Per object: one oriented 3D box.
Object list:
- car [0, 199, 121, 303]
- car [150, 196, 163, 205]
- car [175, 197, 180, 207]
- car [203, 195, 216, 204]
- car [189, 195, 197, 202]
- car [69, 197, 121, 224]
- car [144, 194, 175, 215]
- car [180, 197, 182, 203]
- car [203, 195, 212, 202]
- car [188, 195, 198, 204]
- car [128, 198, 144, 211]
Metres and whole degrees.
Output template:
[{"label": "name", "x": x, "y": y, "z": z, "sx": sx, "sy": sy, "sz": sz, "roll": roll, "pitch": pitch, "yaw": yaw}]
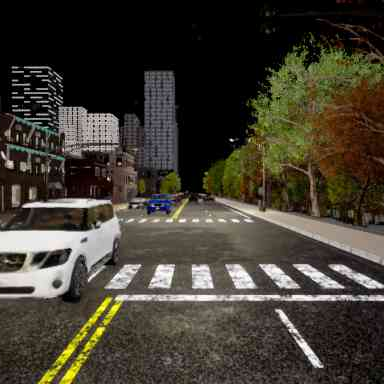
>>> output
[{"label": "car", "x": -3.333, "y": 1.220, "z": 8.553, "sx": 2.150, "sy": 2.045, "sz": 5.566, "roll": 0, "pitch": 0, "yaw": 0}, {"label": "car", "x": -6.432, "y": 1.485, "z": 60.327, "sx": 1.837, "sy": 1.490, "sz": 4.892, "roll": 0, "pitch": -1, "yaw": 0}, {"label": "car", "x": -3.237, "y": 1.474, "z": 48.918, "sx": 2.128, "sy": 1.511, "sz": 4.902, "roll": 0, "pitch": 0, "yaw": 0}, {"label": "car", "x": 3.494, "y": 1.467, "z": 63.987, "sx": 2.128, "sy": 1.511, "sz": 4.902, "roll": 0, "pitch": 0, "yaw": 0}, {"label": "car", "x": 0.180, "y": 1.494, "z": 75.592, "sx": 1.812, "sy": 1.442, "sz": 4.674, "roll": 0, "pitch": 0, "yaw": 0}, {"label": "car", "x": -7.235, "y": 1.345, "z": 25.449, "sx": 2.097, "sy": 1.767, "sz": 4.553, "roll": 0, "pitch": 0, "yaw": 9}, {"label": "car", "x": -3.275, "y": 1.211, "z": 34.425, "sx": 2.150, "sy": 2.045, "sz": 5.566, "roll": 0, "pitch": 0, "yaw": 0}, {"label": "car", "x": -3.098, "y": 1.617, "z": 68.199, "sx": 1.895, "sy": 1.301, "sz": 4.718, "roll": 0, "pitch": 0, "yaw": 0}, {"label": "car", "x": 3.414, "y": 1.448, "z": 74.257, "sx": 1.882, "sy": 1.535, "sz": 5.008, "roll": 0, "pitch": 0, "yaw": 0}, {"label": "car", "x": 0.246, "y": 1.480, "z": 65.255, "sx": 1.837, "sy": 1.490, "sz": 4.892, "roll": 0, "pitch": 0, "yaw": 0}, {"label": "car", "x": -6.510, "y": 1.478, "z": 40.445, "sx": 2.128, "sy": 1.511, "sz": 4.902, "roll": 0, "pitch": 0, "yaw": 0}]
